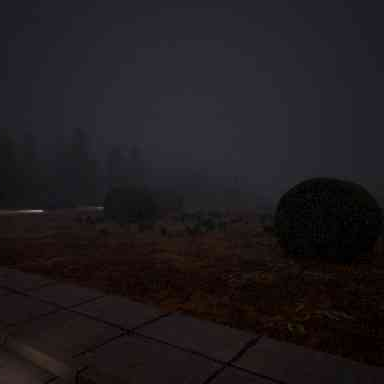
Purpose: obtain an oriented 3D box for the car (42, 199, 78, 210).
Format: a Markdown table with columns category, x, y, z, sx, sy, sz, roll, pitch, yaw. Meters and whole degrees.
| category | x | y | z | sx | sy | sz | roll | pitch | yaw |
| --- | --- | --- | --- | --- | --- | --- | --- | --- | --- |
| car | -16.737 | 1.579 | 42.310 | 1.994 | 1.385 | 4.181 | 0 | 0 | 37 |
